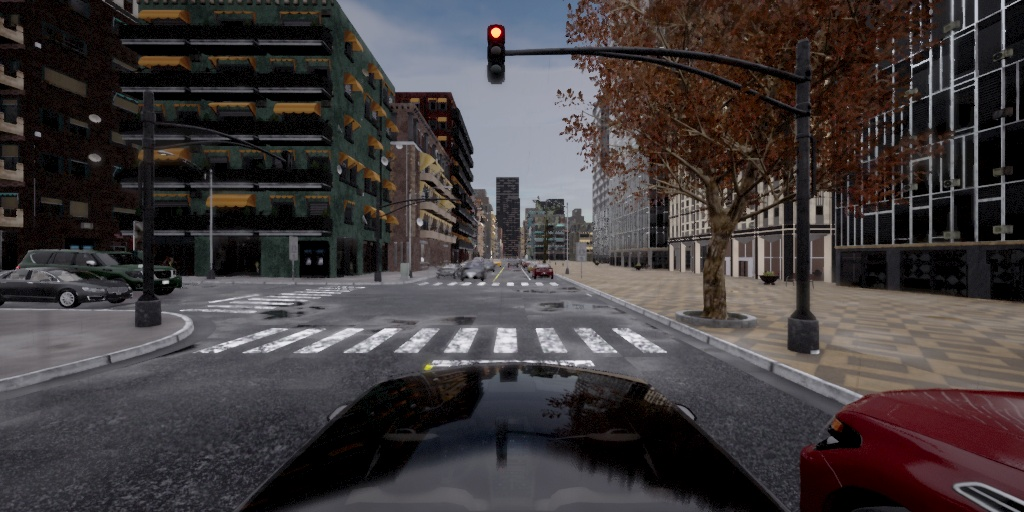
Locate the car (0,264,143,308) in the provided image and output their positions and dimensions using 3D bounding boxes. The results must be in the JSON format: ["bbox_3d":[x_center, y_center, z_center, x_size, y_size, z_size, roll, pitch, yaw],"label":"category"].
[{"bbox_3d":[-16.421,1.092,12.952,4.403,1.370,2.007,0,0,0],"label":"car"}]

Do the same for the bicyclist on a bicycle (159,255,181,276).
[{"bbox_3d":[-23.140,0.763,24.221,0.582,1.620,1.656,1,0,-1],"label":"bicyclist on a bicycle"}]

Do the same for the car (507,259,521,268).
[{"bbox_3d":[0.179,1.294,63.490,2.128,1.511,4.902,0,0,0],"label":"car"}]

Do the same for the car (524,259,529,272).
[{"bbox_3d":[2.744,1.301,43.579,1.751,1.417,4.829,0,0,0],"label":"car"}]

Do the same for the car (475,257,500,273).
[{"bbox_3d":[-3.039,1.265,44.385,2.128,1.511,4.902,0,0,0],"label":"car"}]

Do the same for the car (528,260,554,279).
[{"bbox_3d":[2.730,1.309,32.344,1.888,1.381,4.507,0,0,0],"label":"car"}]

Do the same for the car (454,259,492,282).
[{"bbox_3d":[-3.064,1.253,29.279,2.128,1.511,4.902,0,0,0],"label":"car"}]

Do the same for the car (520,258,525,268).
[{"bbox_3d":[2.765,1.379,60.006,1.802,1.307,4.207,0,0,0],"label":"car"}]

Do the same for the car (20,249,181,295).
[{"bbox_3d":[-17.770,0.748,15.535,5.566,2.045,2.150,1,0,0],"label":"car"}]

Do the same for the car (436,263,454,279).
[{"bbox_3d":[-5.650,1.315,32.355,2.007,1.370,4.403,0,0,0],"label":"car"}]
